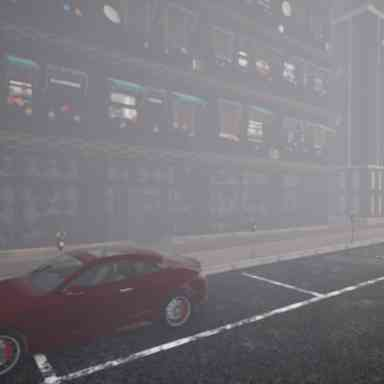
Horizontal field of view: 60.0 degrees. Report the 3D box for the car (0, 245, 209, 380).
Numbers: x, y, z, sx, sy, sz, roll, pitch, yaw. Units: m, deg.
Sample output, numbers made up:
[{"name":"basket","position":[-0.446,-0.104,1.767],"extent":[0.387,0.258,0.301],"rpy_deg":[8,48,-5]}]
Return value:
[{"name":"car","position":[-1.625,1.581,5.388],"extent":[4.206,1.307,1.802],"rpy_deg":[0,1,-35]}]
